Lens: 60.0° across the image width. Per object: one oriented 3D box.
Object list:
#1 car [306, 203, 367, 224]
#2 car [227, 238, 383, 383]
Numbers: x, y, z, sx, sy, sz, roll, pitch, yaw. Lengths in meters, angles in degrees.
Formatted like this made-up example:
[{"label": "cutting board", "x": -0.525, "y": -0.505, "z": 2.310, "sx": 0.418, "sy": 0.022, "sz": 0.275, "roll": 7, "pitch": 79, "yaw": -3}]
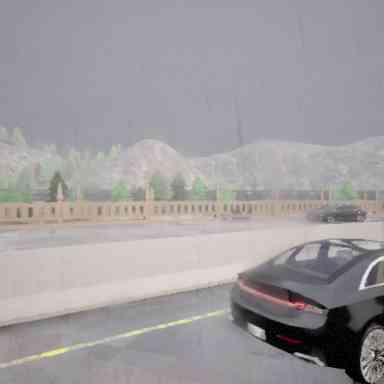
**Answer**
[{"label": "car", "x": 10.958, "y": 1.633, "z": 25.231, "sx": 4.892, "sy": 1.490, "sz": 1.837, "roll": 0, "pitch": 0, "yaw": -22}, {"label": "car", "x": 2.862, "y": 1.520, "z": 5.367, "sx": 4.902, "sy": 1.511, "sz": 2.128, "roll": 0, "pitch": 0, "yaw": -31}]
